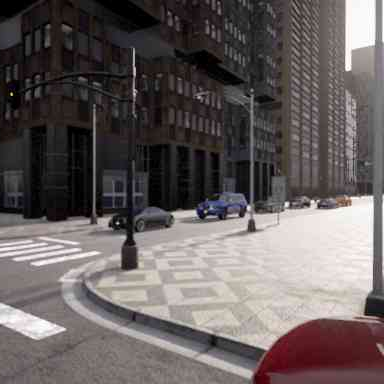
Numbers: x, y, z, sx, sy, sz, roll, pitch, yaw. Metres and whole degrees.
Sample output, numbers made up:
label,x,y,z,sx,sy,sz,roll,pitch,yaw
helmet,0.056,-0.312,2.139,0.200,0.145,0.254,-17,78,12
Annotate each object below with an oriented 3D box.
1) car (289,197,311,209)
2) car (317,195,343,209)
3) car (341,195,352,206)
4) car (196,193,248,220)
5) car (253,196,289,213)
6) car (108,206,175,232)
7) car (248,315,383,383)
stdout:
label,x,y,z,sx,sy,sz,roll,pitch,yaw
car,14.225,1.362,43.769,2.128,1.511,4.902,0,0,35
car,17.766,1.442,43.381,1.994,1.385,4.181,0,0,36
car,22.947,1.208,50.806,2.097,1.767,4.553,0,0,35
car,2.605,1.138,27.408,2.150,2.045,5.566,0,0,35
car,8.242,1.247,35.364,2.097,1.767,4.553,0,0,35
car,-2.881,1.502,19.643,1.994,1.385,4.181,0,0,35
car,2.545,1.318,1.145,5.009,1.841,2.192,0,0,35
